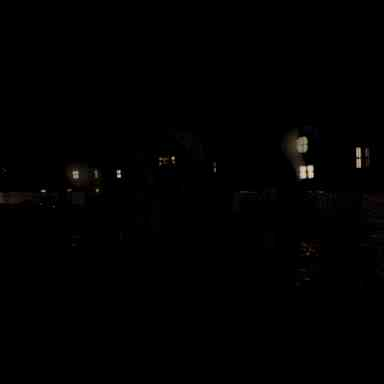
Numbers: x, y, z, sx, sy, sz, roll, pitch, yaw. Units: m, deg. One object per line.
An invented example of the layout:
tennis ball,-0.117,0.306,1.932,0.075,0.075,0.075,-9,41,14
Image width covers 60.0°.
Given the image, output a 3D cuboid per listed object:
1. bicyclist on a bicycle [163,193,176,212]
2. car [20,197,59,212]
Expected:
bicyclist on a bicycle,-1.926,0.916,28.763,0.582,1.620,1.656,0,3,38
car,-16.021,1.247,34.884,4.902,1.511,2.128,0,3,32
